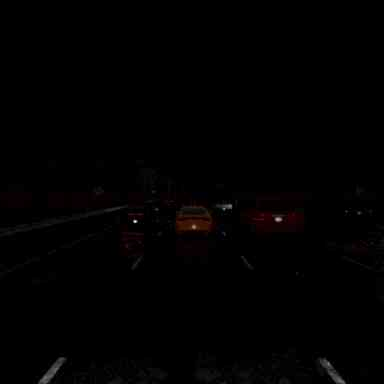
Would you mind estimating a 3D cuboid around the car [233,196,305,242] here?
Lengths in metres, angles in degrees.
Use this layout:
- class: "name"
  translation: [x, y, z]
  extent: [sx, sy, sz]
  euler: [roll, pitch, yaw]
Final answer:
- class: "car"
  translation: [3.595, 1.226, 16.532]
  extent: [2.150, 2.045, 5.566]
  euler: [0, 0, 0]

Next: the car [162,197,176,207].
- class: "car"
  translation: [-3.417, 1.519, 50.181]
  extent: [1.837, 1.490, 4.892]
  euler: [0, 0, 0]

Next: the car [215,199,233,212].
- class: "car"
  translation: [3.586, 1.612, 39.548]
  extent: [1.895, 1.301, 4.718]
  euler: [0, 0, 0]

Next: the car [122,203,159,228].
- class: "car"
  translation: [-3.408, 1.511, 22.375]
  extent: [1.837, 1.490, 4.892]
  euler: [0, 0, 0]

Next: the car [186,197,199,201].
- class: "car"
  translation: [0.082, 1.519, 51.923]
  extent: [1.837, 1.490, 4.892]
  euler: [0, 0, 0]

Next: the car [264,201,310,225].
- class: "car"
  translation: [7.091, 1.499, 25.507]
  extent: [2.128, 1.511, 4.902]
  euler: [0, 0, 0]

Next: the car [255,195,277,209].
- class: "car"
  translation: [10.503, 1.364, 47.402]
  extent: [2.097, 1.767, 4.553]
  euler: [0, 0, 0]

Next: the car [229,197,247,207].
- class: "car"
  translation: [7.082, 1.506, 51.499]
  extent: [2.128, 1.511, 4.902]
  euler: [0, 0, 0]

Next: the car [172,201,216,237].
- class: "car"
  translation: [0.094, 1.483, 18.176]
  extent: [1.882, 1.535, 5.008]
  euler: [0, 0, 0]

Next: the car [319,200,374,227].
- class: "car"
  translation: [10.592, 1.360, 23.185]
  extent: [2.097, 1.767, 4.553]
  euler: [0, 0, 0]
